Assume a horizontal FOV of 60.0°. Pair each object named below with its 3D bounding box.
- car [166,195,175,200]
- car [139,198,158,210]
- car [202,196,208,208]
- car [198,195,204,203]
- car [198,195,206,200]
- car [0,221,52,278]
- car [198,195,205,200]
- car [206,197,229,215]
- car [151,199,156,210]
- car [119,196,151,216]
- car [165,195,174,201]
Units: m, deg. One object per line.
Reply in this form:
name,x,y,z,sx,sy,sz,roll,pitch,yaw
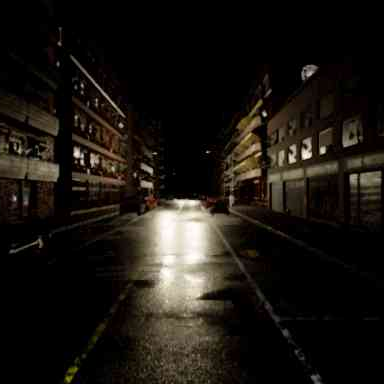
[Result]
car,-5.726,1.487,88.993,2.008,1.369,4.403,0,0,0
car,-5.707,1.517,43.904,1.887,1.381,4.507,0,0,0
car,2.674,1.516,43.903,1.887,1.381,4.507,0,0,0
car,2.665,1.506,66.447,2.008,1.369,4.403,0,0,0
car,2.656,1.461,89.162,1.752,1.417,4.829,0,0,0
car,-5.693,1.577,10.086,1.802,1.307,4.206,0,0,0
car,2.653,1.497,94.629,1.947,1.339,4.313,0,0,0
car,2.678,1.505,32.800,1.752,1.417,4.829,0,0,0
car,-5.704,1.417,38.266,1.967,1.590,4.097,0,0,0
car,-5.701,1.296,32.631,2.192,1.841,5.009,0,0,0
car,-5.723,1.492,83.356,2.008,1.369,4.403,0,0,0
